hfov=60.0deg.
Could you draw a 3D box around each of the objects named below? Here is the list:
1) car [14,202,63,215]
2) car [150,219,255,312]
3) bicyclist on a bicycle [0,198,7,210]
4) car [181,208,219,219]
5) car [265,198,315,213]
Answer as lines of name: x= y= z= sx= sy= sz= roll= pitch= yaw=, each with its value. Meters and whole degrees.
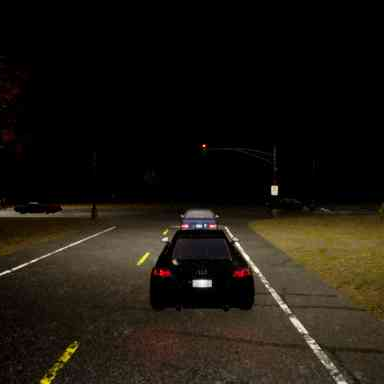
car: x=-16.843 y=1.796 z=36.689 sx=4.718 sy=1.301 sz=1.895 roll=-1 pitch=1 yaw=5
car: x=0.198 y=1.558 z=7.792 sx=1.994 sy=1.385 sz=4.181 roll=0 pitch=0 yaw=1
bicyclist on a bicycle: x=-25.532 y=1.579 z=45.049 sx=0.582 sy=1.620 sz=1.656 roll=-1 pitch=0 yaw=5
car: x=0.387 y=1.530 z=17.020 sx=2.033 sy=1.411 sz=5.357 roll=0 pitch=0 yaw=2
car: x=10.088 y=1.374 z=34.414 sx=4.902 sy=1.511 sz=2.128 roll=-1 pitch=1 yaw=5
